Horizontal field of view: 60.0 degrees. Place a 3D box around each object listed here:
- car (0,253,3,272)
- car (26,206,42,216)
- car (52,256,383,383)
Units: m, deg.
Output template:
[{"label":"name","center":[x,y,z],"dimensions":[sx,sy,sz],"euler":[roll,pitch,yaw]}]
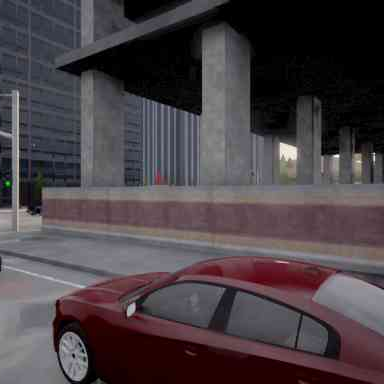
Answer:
[{"label":"car","center":[-6.876,1.564,8.844],"dimensions":[4.181,1.385,1.994],"euler":[0,0,36]},{"label":"car","center":[-14.070,1.656,33.511],"dimensions":[1.895,1.301,4.718],"euler":[0,0,36]},{"label":"car","center":[0.470,1.478,3.655],"dimensions":[5.008,1.535,1.882],"euler":[0,0,35]}]
